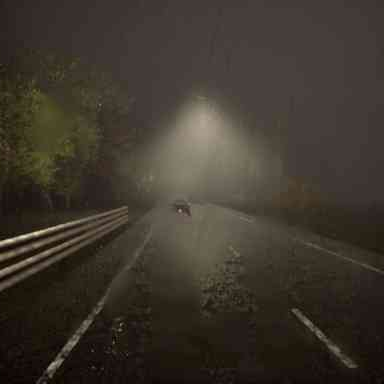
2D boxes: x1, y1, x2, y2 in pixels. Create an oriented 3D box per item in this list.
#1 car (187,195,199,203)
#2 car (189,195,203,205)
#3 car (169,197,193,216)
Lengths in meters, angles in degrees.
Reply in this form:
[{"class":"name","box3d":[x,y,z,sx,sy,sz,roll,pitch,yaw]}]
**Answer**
[{"class":"car","box3d":[0.188,1.399,68.060,2.033,1.411,5.357,0,0,-3]},{"class":"car","box3d":[0.781,1.476,57.655,2.033,1.411,5.357,0,0,-3]},{"class":"car","box3d":[-1.201,1.472,32.592,1.837,1.490,4.892,0,0,-3]}]
